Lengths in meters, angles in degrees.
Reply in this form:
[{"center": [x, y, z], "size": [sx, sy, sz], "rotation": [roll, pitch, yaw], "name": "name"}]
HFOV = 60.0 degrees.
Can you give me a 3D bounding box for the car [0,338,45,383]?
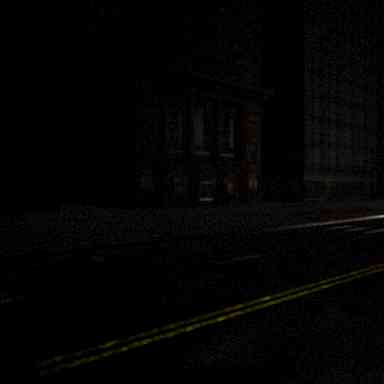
[{"center": [-3.006, 1.625, 1.290], "size": [4.718, 1.301, 1.895], "rotation": [-1, 1, -36], "name": "car"}]
